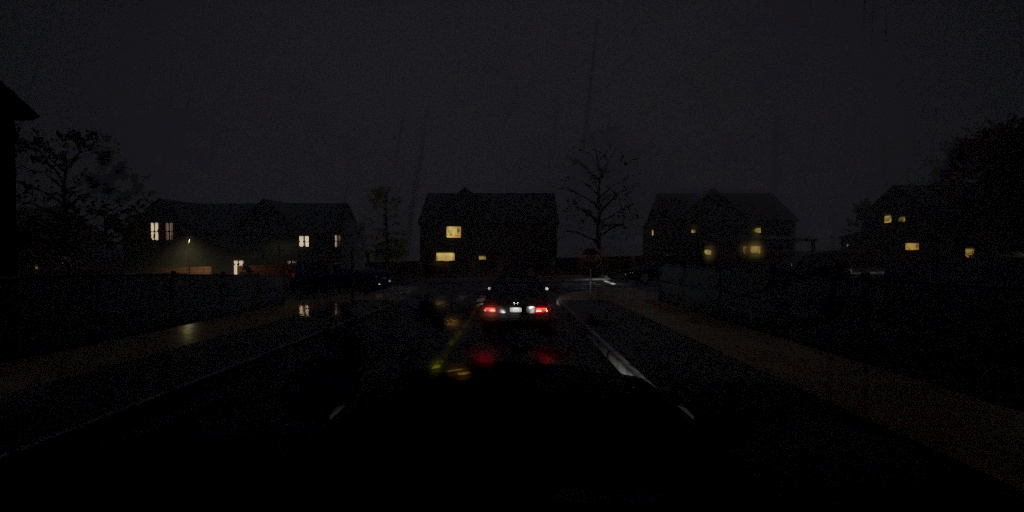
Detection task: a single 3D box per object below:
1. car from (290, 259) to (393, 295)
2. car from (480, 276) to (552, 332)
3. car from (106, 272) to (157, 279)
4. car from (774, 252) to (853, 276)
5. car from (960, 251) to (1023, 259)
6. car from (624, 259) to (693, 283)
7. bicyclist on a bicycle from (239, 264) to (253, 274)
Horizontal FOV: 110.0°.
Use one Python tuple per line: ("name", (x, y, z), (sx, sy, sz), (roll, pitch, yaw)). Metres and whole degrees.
("car", (-10.018, 1.187, 21.234), (5.566, 2.045, 2.150), (-1, 1, 0))
("car", (0.169, 1.298, 10.842), (2.033, 1.411, 5.357), (0, 0, 2))
("car", (-21.847, 1.724, 21.269), (5.008, 1.535, 1.882), (-1, 1, 0))
("car", (19.919, 0.569, 24.119), (4.553, 1.767, 2.097), (-1, 1, 0))
("car", (32.425, 0.416, 24.076), (4.902, 1.511, 2.128), (-1, 1, 0))
("car", (10.065, 0.954, 24.141), (4.892, 1.490, 1.837), (-1, 1, 0))
("bicyclist on a bicycle", (-20.072, 1.419, 27.110), (0.582, 1.620, 1.656), (-1, 1, 0))
